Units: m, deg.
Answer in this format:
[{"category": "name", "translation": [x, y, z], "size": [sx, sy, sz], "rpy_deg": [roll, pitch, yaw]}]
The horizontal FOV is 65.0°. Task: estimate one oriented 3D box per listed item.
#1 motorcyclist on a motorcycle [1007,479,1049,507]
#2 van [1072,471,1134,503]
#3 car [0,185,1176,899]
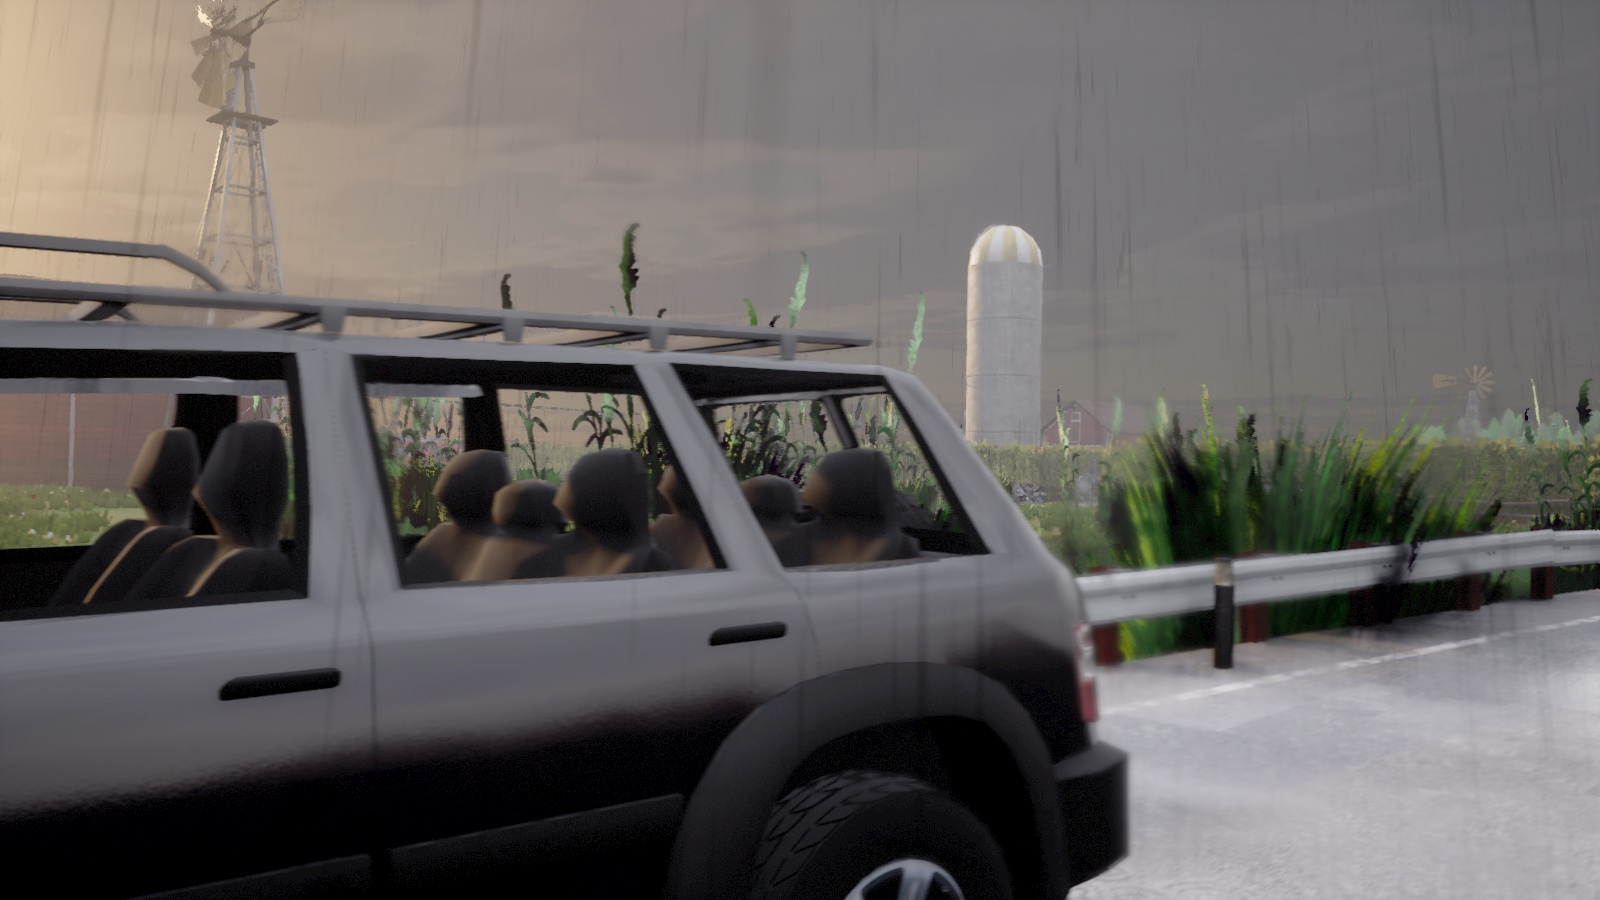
[{"category": "motorcyclist on a motorcycle", "translation": [12.627, 2.378, 69.639], "size": [0.866, 1.530, 2.191], "rpy_deg": [2, -1, -43]}, {"category": "van", "translation": [19.968, 2.445, 82.620], "size": [4.442, 1.987, 1.775], "rpy_deg": [2, -1, -43]}, {"category": "car", "translation": [-1.476, 0.570, 2.618], "size": [4.605, 1.855, 1.932], "rpy_deg": [0, 0, -36]}]
